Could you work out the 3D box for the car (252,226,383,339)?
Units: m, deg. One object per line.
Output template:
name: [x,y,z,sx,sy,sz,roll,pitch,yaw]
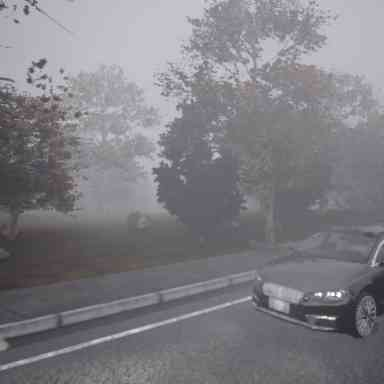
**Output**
car: [3.254,1.486,6.699,4.902,1.511,2.128,0,0,-39]
